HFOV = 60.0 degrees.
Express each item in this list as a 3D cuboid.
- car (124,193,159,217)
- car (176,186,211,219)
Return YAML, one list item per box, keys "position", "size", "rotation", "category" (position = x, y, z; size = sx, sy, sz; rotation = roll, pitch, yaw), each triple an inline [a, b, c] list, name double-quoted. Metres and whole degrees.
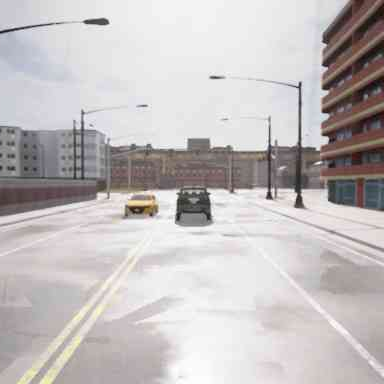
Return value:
- position: [-3.499, 0.832, 23.661]
  size: [1.882, 1.535, 5.008]
  rotation: [0, 1, 0]
  category: "car"
- position: [0.102, 0.614, 22.137]
  size: [2.150, 2.045, 5.566]
  rotation: [0, 2, 0]
  category: "car"
